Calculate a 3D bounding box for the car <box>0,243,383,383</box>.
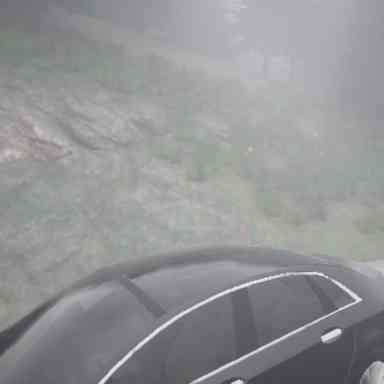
[{"bbox_3d":[-0.205,1.329,2.694,4.892,1.490,1.837,-5,4,-32],"label":"car"}]
